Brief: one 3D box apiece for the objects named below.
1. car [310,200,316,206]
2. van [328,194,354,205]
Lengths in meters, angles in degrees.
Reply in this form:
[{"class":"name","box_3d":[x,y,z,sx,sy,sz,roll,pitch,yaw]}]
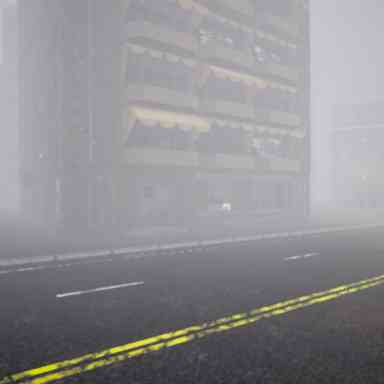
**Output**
[{"class":"car","box_3d":[16.664,1.442,50.634,4.206,1.307,1.802,1,-1,23]},{"class":"van","box_3d":[25.238,1.265,56.084,3.998,1.788,1.690,1,-1,23]}]
